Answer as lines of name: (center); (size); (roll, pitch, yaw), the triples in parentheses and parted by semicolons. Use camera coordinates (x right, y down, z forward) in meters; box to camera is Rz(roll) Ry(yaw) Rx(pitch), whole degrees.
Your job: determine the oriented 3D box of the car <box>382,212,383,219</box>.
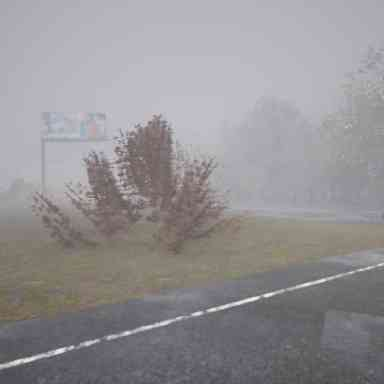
car: (15.122, 1.227, 21.730); (2.097, 1.767, 4.553); (0, 1, -35)
